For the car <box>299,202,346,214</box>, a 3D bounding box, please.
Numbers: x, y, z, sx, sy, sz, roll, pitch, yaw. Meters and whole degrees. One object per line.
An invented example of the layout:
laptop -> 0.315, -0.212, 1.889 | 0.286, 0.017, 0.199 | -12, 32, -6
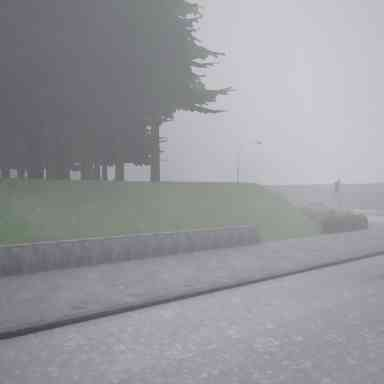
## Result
car -> 11.712, 1.564, 29.652 | 1.994, 1.385, 4.181 | 0, 0, -35

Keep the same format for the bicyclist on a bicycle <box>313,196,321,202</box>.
bicyclist on a bicycle -> 14.921, 1.349, 39.633 | 1.656, 1.620, 0.582 | 0, 0, -35
